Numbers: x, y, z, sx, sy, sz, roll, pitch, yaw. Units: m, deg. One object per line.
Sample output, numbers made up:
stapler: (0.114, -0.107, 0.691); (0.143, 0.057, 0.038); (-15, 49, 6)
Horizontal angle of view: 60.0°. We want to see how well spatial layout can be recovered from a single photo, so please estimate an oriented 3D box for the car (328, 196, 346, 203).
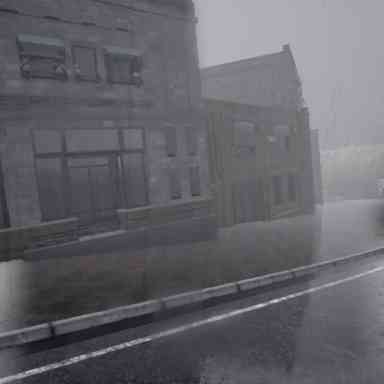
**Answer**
car: (30.733, 1.587, 70.796); (1.994, 1.385, 4.181); (-6, -2, -8)
